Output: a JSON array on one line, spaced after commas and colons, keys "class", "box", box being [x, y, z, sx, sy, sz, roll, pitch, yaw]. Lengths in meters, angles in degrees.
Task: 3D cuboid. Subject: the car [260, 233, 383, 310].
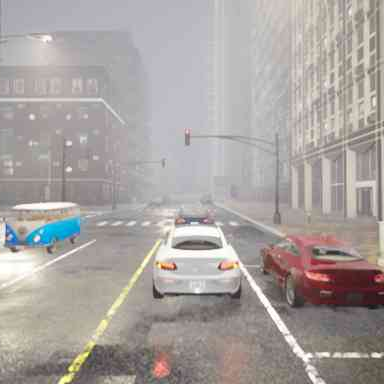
[{"class": "car", "box": [2.701, 1.583, 7.569, 1.802, 1.307, 4.206, 1, 0, 0]}]

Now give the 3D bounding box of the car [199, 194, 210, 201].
[{"class": "car", "box": [2.704, 1.321, 62.481, 2.192, 1.841, 5.009, 1, 0, 0]}]

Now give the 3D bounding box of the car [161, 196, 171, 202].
[{"class": "car", "box": [-5.681, 1.589, 73.787, 1.802, 1.307, 4.206, 1, 0, 0]}]

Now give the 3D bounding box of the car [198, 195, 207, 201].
[{"class": "car", "box": [2.700, 1.558, 85.099, 2.008, 1.369, 4.403, 1, 0, 0]}]

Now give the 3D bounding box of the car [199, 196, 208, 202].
[{"class": "car", "box": [2.699, 1.589, 79.444, 1.802, 1.307, 4.206, 1, 0, 0]}]

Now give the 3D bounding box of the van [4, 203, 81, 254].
[{"class": "van", "box": [-5.762, 1.344, 13.252, 1.690, 1.788, 3.998, 1, 0, 0]}]

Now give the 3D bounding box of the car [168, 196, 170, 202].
[{"class": "car", "box": [-5.680, 1.572, 62.478, 1.947, 1.339, 4.313, 1, 0, 0]}]

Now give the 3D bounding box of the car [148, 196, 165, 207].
[{"class": "car", "box": [-5.679, 1.557, 51.169, 2.008, 1.369, 4.403, 1, 0, 0]}]

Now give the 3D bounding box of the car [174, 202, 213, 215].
[{"class": "car", "box": [0.076, 1.507, 17.444, 2.163, 1.488, 4.792, 0, 0, -1]}]

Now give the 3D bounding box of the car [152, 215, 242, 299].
[{"class": "car", "box": [0.105, 1.527, 8.331, 1.812, 1.442, 4.674, 0, 0, 0]}]

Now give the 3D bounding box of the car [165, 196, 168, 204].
[{"class": "car", "box": [-5.680, 1.557, 56.823, 2.008, 1.369, 4.403, 1, 0, 0]}]

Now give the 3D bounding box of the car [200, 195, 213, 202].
[{"class": "car", "box": [2.700, 1.588, 56.826, 1.802, 1.307, 4.206, 1, 0, 0]}]
